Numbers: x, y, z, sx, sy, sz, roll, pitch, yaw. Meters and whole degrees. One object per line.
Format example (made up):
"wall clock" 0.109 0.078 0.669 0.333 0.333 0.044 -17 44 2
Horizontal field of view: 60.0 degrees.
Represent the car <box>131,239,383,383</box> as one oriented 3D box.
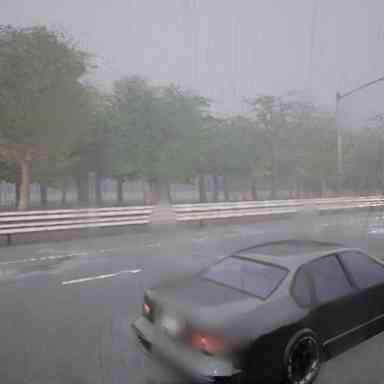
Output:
"car" 1.800 1.487 5.152 5.357 1.411 2.033 -1 1 -35
